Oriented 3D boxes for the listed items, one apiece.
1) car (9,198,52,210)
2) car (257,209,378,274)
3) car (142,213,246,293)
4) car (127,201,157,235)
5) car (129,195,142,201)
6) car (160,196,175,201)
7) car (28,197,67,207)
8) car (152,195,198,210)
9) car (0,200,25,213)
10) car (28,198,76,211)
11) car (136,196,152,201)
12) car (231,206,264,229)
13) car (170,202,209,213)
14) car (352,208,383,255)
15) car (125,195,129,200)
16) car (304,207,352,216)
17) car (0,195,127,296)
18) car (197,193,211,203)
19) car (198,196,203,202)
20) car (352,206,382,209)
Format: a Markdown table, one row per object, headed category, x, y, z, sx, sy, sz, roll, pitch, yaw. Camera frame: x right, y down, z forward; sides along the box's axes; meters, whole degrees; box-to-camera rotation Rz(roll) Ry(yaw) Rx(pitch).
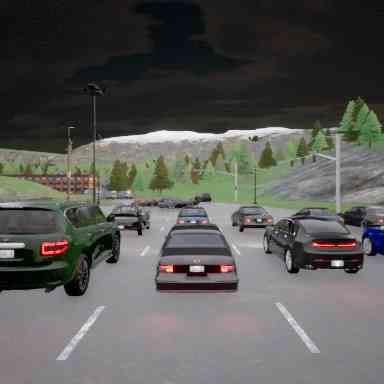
| category | x | y | z | sx | sy | sz | roll | pitch | yaw |
| --- | --- | --- | --- | --- | --- | --- | --- | --- | --- |
| car | -20.838 | 1.526 | 42.950 | 4.674 | 1.442 | 1.812 | 0 | 0 | -1 |
| car | 3.580 | 1.505 | 10.592 | 1.837 | 1.490 | 4.892 | 0 | 0 | 0 |
| car | 0.085 | 1.547 | 9.000 | 2.033 | 1.411 | 5.357 | 0 | 0 | 0 |
| car | -3.453 | 1.492 | 18.611 | 2.128 | 1.511 | 4.902 | 0 | 0 | 0 |
| car | -9.578 | 1.351 | 59.771 | 2.097 | 1.767 | 4.553 | 0 | 0 | -6 |
| car | -5.999 | 1.595 | 81.303 | 1.895 | 1.301 | 4.718 | 0 | 0 | -27 |
| car | -21.672 | 1.478 | 49.929 | 5.008 | 1.535 | 1.882 | 0 | 0 | -1 |
| car | -2.051 | 1.491 | 41.312 | 4.902 | 1.511 | 2.128 | 0 | 0 | -42 |
| car | -20.661 | 1.564 | 35.945 | 4.181 | 1.385 | 1.994 | 0 | 0 | -1 |
| car | -16.539 | 1.505 | 39.534 | 4.892 | 1.490 | 1.837 | 0 | 0 | -1 |
| car | -5.305 | 1.601 | 48.132 | 1.895 | 1.301 | 4.718 | 0 | 0 | 39 |
| car | 3.527 | 1.547 | 20.085 | 2.033 | 1.411 | 5.357 | 0 | 0 | -1 |
| car | 0.050 | 1.547 | 19.070 | 2.033 | 1.411 | 5.357 | 0 | 0 | 0 |
| car | 7.079 | 1.478 | 10.076 | 1.882 | 1.535 | 5.008 | 0 | 0 | 0 |
| car | -15.284 | 1.500 | 88.803 | 1.837 | 1.490 | 4.892 | 0 | 0 | -41 |
| car | 7.039 | 1.564 | 19.064 | 1.994 | 1.385 | 4.181 | 0 | 0 | 0 |
| car | -3.417 | 1.221 | 8.757 | 2.150 | 2.045 | 5.566 | 0 | 0 | 0 |
| car | 2.206 | 1.223 | 70.426 | 2.150 | 2.045 | 5.566 | 0 | 0 | -20 |
| car | -0.452 | 1.601 | 49.537 | 1.895 | 1.301 | 4.718 | 0 | 0 | 24 |
| car | 10.528 | 1.547 | 20.036 | 2.033 | 1.411 | 5.357 | 0 | 0 | -1 |
